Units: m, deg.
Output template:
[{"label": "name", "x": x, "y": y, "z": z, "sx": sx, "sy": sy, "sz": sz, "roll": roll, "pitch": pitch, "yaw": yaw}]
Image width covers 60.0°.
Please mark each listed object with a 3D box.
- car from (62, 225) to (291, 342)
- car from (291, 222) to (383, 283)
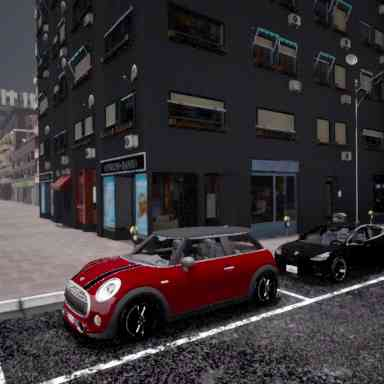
[{"label": "car", "x": -0.280, "y": 1.439, "z": 6.377, "sx": 4.097, "sy": 1.590, "sz": 1.967, "roll": 0, "pitch": -1, "yaw": -36}, {"label": "car", "x": 4.278, "y": 1.564, "z": 9.632, "sx": 4.313, "sy": 1.339, "sz": 1.947, "roll": 0, "pitch": -1, "yaw": -36}]
